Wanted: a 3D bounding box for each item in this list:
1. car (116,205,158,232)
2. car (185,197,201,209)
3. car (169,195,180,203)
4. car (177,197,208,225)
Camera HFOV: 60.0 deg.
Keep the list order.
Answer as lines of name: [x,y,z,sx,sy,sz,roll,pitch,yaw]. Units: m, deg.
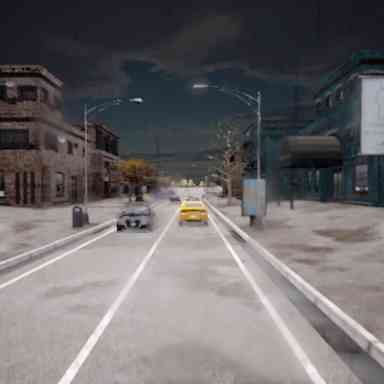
car: [-3.099,1.491,19.443,1.994,1.385,4.181,0,0,0]
car: [0.098,1.317,41.942,1.994,1.385,4.181,0,0,0]
car: [-3.035,1.159,59.849,2.033,1.411,5.357,0,0,1]
car: [0.100,1.377,23.425,1.882,1.535,5.008,0,0,0]
